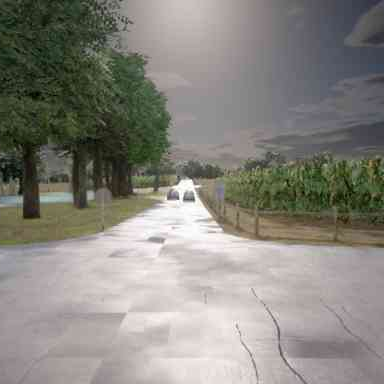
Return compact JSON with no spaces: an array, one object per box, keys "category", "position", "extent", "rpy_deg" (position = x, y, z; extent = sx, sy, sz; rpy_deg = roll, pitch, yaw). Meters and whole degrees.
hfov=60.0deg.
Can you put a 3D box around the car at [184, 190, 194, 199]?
[{"category":"car","position":[-0.582,0.387,64.677],"extent":[1.882,1.535,5.008],"rpy_deg":[0,2,-1]}]

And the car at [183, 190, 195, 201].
[{"category":"car","position":[-0.492,0.785,54.682],"extent":[1.994,1.385,4.181],"rpy_deg":[0,2,-1]}]

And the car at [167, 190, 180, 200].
[{"category":"car","position":[-3.280,0.452,58.853],"extent":[2.097,1.767,4.553],"rpy_deg":[0,2,-1]}]
